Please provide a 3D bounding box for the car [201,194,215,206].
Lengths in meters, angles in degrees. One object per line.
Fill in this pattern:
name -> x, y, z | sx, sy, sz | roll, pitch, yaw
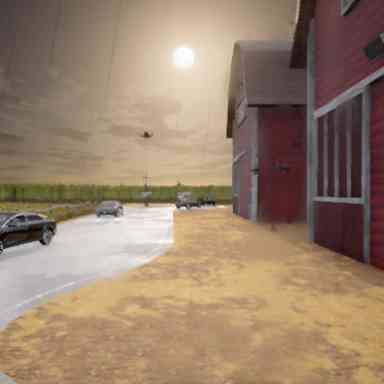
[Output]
car -> 2.329, 1.349, 56.766 | 2.150, 2.045, 5.566 | 0, 0, -12

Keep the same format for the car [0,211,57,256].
car -> -7.343, 1.530, 13.090 | 2.128, 1.511, 4.902 | 0, 0, 11

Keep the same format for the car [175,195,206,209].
car -> -0.474, 1.610, 47.032 | 1.837, 1.490, 4.892 | 0, 0, 34

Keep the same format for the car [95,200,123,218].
car -> -7.630, 1.566, 31.005 | 1.837, 1.490, 4.892 | 0, -1, -3
